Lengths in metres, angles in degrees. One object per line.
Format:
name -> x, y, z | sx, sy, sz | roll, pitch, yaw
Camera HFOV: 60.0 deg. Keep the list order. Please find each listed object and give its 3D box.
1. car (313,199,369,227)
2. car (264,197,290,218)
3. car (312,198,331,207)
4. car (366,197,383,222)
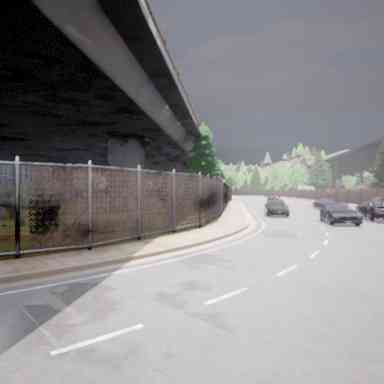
car -> 9.997, 1.478, 22.777 | 2.033, 1.411, 5.357 | 0, 0, 11
car -> 7.500, 1.430, 29.709 | 1.837, 1.490, 4.892 | 0, 0, 7
car -> 16.144, 1.427, 40.571 | 2.033, 1.411, 5.357 | 0, 0, 7
car -> 14.035, 1.402, 25.500 | 2.128, 1.511, 4.902 | 0, 0, 9
